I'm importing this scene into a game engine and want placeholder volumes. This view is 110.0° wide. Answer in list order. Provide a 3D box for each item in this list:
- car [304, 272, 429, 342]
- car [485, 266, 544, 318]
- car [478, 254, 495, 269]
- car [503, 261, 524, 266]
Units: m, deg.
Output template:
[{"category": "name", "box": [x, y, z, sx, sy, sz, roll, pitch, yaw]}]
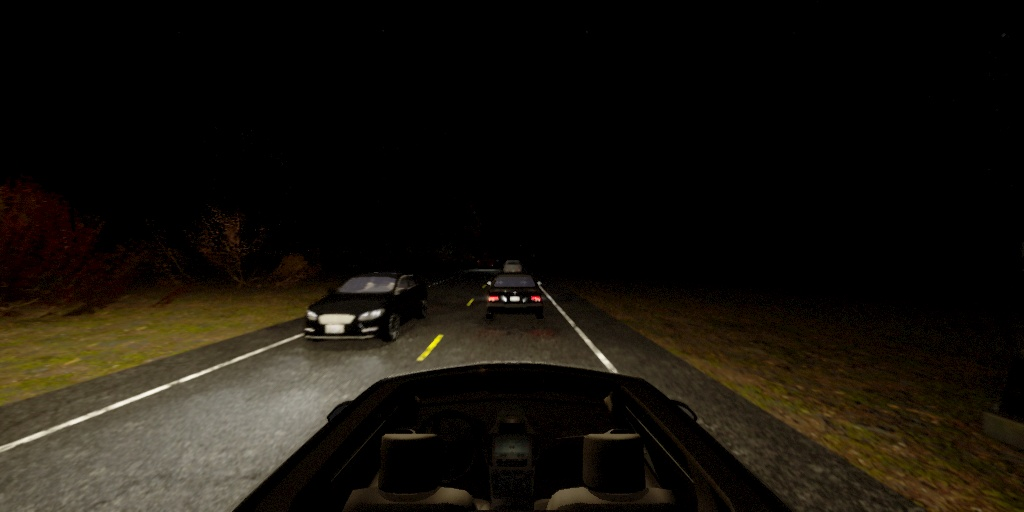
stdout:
[{"category": "car", "box": [-3.599, 1.210, 9.727, 2.128, 1.511, 4.902, 0, 0, 0]}, {"category": "car", "box": [0.086, 1.254, 12.699, 2.033, 1.411, 5.357, 0, 0, 0]}, {"category": "car", "box": [-3.573, 0.781, 51.121, 2.150, 2.045, 5.566, 0, 0, 0]}, {"category": "car", "box": [0.105, 1.149, 33.924, 1.812, 1.442, 4.674, 0, 0, 0]}]
